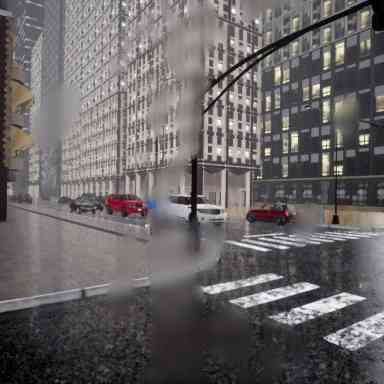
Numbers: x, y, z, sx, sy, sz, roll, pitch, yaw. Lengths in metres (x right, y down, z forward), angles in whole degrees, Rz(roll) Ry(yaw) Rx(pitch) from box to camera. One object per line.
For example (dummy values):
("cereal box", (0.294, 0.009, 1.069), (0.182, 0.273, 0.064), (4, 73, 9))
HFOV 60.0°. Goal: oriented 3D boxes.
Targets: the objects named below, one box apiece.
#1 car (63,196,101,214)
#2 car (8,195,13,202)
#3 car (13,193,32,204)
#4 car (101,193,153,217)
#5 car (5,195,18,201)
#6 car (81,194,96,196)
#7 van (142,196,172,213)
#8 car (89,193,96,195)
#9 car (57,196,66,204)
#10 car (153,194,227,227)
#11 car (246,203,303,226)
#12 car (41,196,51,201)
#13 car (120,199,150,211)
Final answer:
("car", (-10.863, 1.427, 32.928), (2.008, 1.369, 4.403), (1, -1, -35))
("car", (-37.056, 1.396, 69.751), (1.947, 1.339, 4.313), (1, -1, -35))
("car", (-30.504, 1.154, 60.548), (2.192, 1.841, 5.009), (1, -1, -35))
("car", (-6.068, 1.155, 30.661), (2.150, 2.045, 5.566), (1, -1, -35))
("car", (-40.329, 1.377, 74.354), (2.008, 1.369, 4.403), (1, -1, -35))
("car", (-17.097, 1.445, 51.680), (1.882, 1.535, 5.008), (1, -1, -35))
("van", (-4.032, 1.382, 37.787), (1.690, 1.788, 3.998), (1, -1, -35))
("car", (-14.427, 1.380, 53.129), (2.097, 1.767, 4.553), (1, -1, -35))
("car", (-22.511, 1.484, 59.284), (1.812, 1.442, 4.674), (1, -1, -35))
("car", (-0.089, 1.170, 22.257), (2.150, 2.045, 5.566), (1, -1, -35))
("car", (5.789, 1.505, 23.977), (1.967, 1.590, 4.097), (1, -1, -35))
("car", (-36.777, 1.570, 83.813), (1.802, 1.307, 4.206), (1, -1, -35))
("car", (-7.309, 1.584, 42.388), (2.008, 1.369, 4.403), (1, -1, -35))
